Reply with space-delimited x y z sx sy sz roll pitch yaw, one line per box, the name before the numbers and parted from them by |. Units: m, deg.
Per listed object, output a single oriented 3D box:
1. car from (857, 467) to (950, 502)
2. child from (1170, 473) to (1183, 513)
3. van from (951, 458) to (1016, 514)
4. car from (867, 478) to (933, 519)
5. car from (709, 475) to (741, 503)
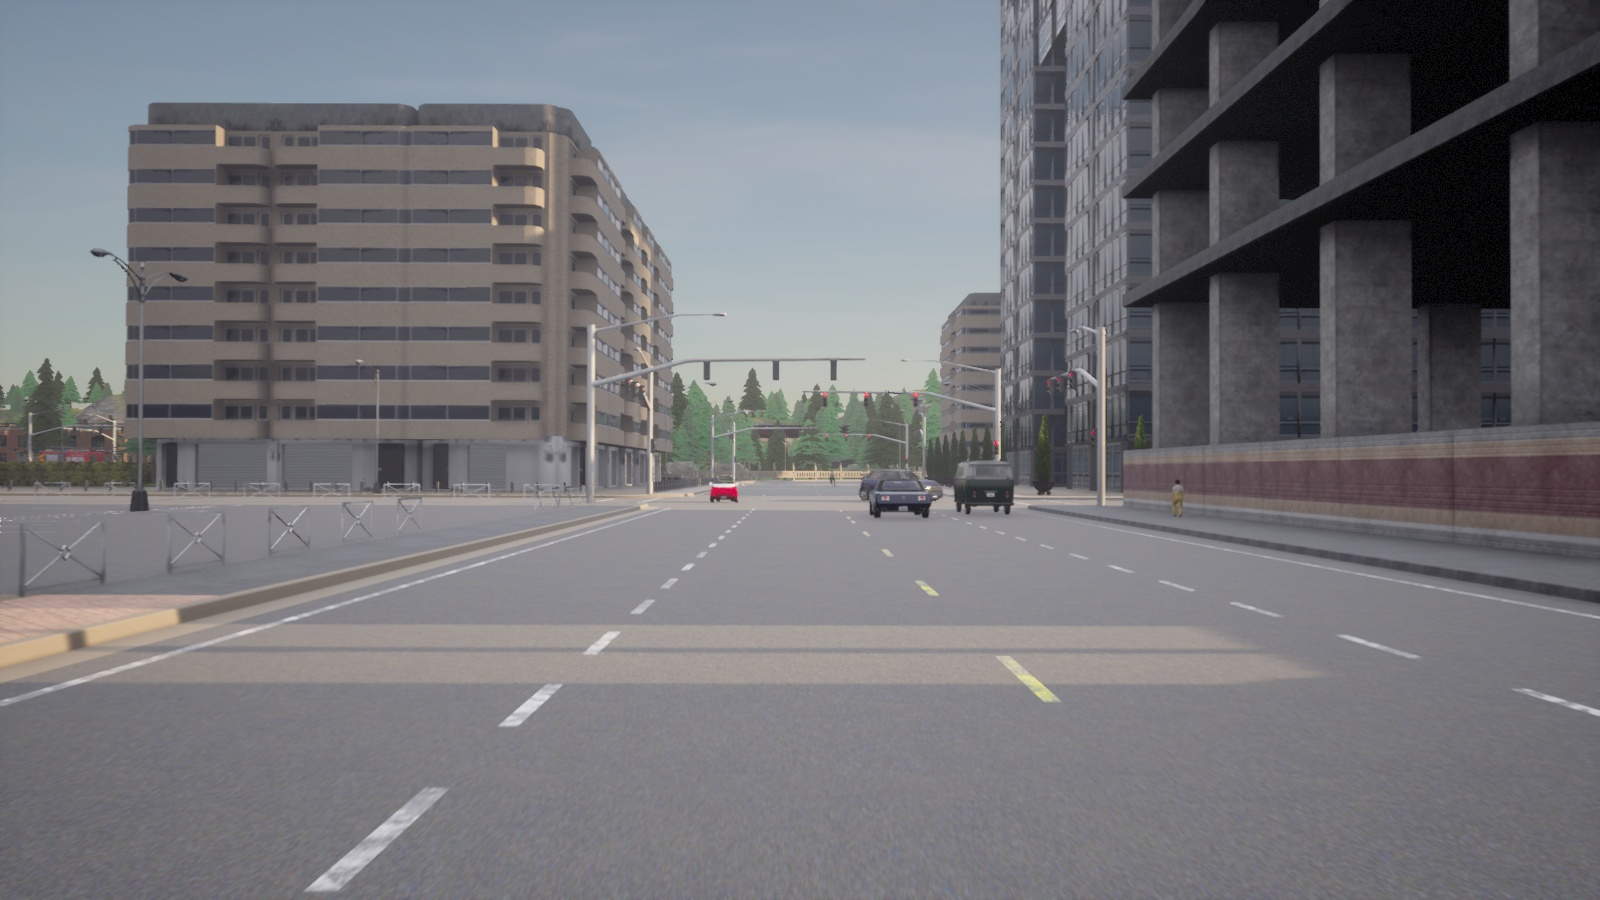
car | 5.419 1.784 66.048 4.553 1.767 2.097 -1 -1 42
child | 12.025 1.377 40.090 0.270 1.263 0.437 0 -1 2
van | 6.882 1.334 47.447 1.775 1.987 4.442 0 -1 0
car | 3.393 1.627 43.320 1.895 1.301 4.718 0 -1 0
car | -3.751 1.965 62.906 1.481 1.376 2.207 0 -1 -1
